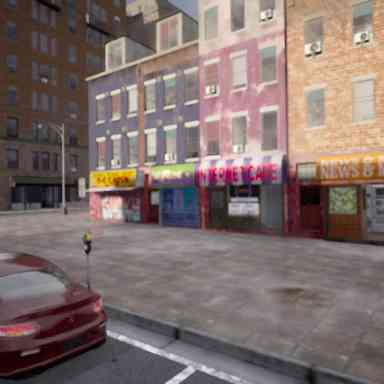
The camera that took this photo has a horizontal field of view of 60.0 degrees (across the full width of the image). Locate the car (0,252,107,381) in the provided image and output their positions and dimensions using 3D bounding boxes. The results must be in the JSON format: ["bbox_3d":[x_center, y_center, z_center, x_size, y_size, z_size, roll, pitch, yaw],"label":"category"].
[{"bbox_3d":[-3.045,1.576,5.004,4.206,1.307,1.802,0,-1,36],"label":"car"}]
